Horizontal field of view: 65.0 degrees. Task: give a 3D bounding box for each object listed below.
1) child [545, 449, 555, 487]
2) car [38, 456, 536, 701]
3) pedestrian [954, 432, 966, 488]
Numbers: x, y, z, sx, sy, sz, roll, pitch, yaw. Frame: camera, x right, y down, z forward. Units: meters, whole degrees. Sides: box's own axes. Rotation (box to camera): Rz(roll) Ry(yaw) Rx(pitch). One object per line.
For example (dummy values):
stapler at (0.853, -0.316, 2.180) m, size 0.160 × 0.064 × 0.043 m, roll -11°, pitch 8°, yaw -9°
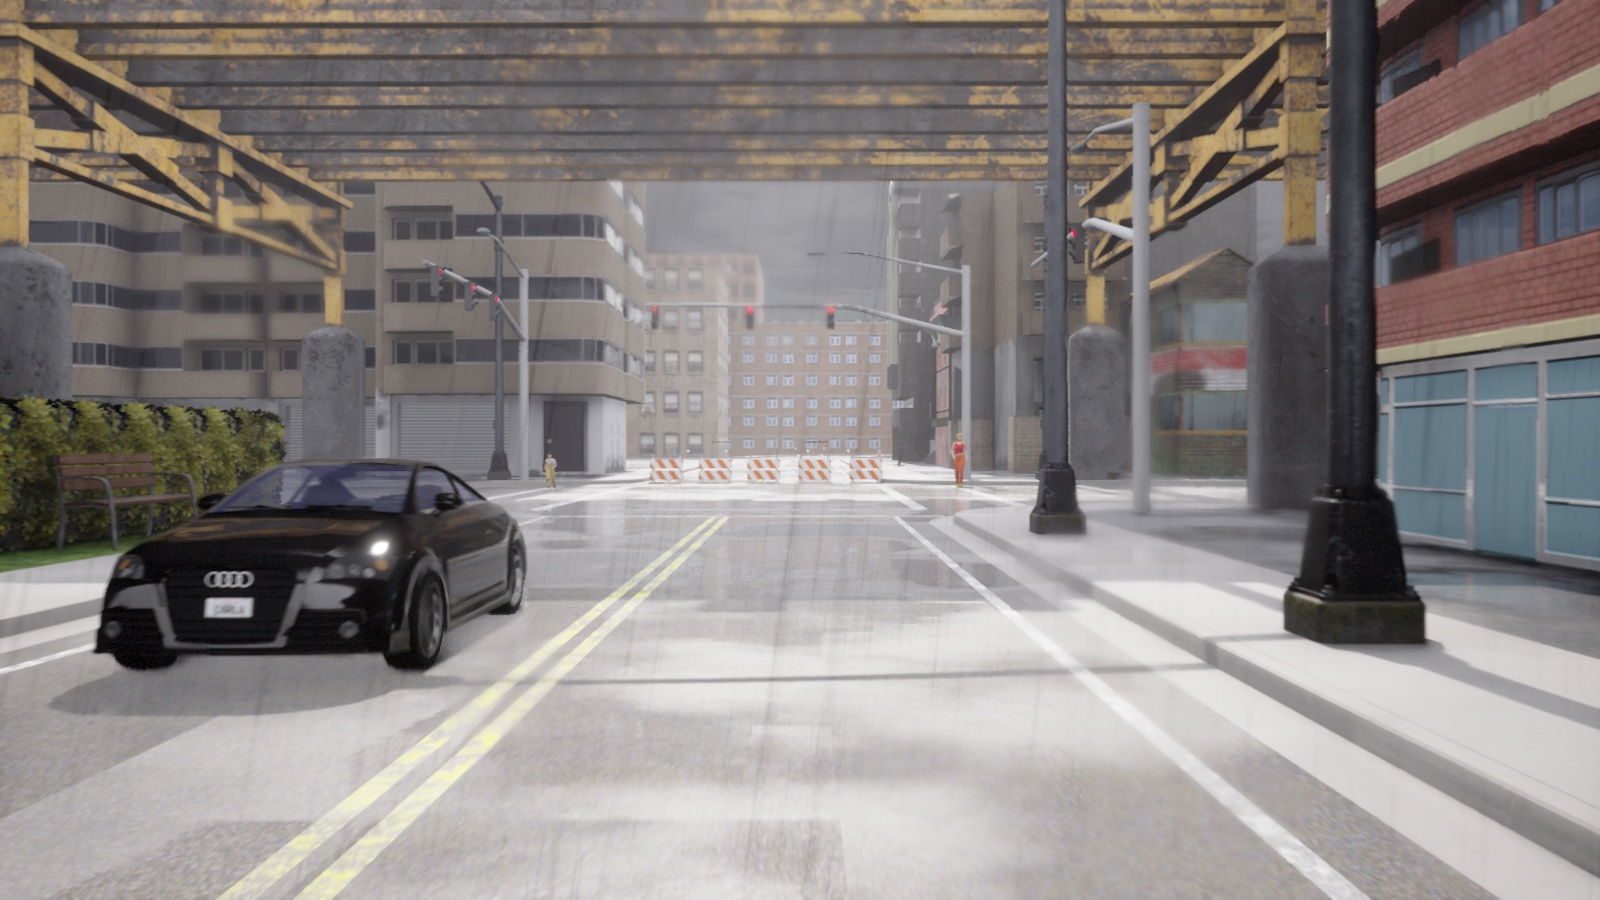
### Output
child at (-8.199, 0.590, 41.177) m, size 0.270 × 1.263 × 0.437 m, roll 0°, pitch 0°, yaw 0°
car at (-3.429, 0.755, 9.403) m, size 1.994 × 1.385 × 4.181 m, roll 0°, pitch 0°, yaw 0°
pedestrian at (5.305, 0.319, 41.700) m, size 0.345 × 1.836 × 0.594 m, roll 0°, pitch 0°, yaw 11°
